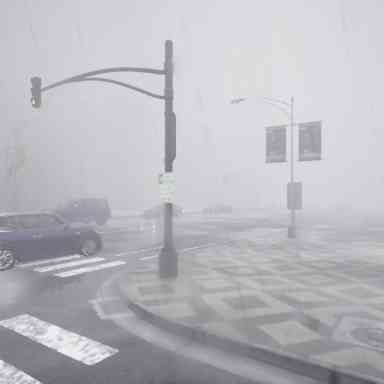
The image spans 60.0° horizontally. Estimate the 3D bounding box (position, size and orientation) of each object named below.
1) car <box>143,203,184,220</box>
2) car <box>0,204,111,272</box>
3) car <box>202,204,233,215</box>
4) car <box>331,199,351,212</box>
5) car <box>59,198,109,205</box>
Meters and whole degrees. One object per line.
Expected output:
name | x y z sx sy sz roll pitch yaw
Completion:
car | -2.738 1.890 32.633 1.837 1.490 4.892 0 -1 36
car | -5.403 1.480 11.622 2.097 1.767 4.553 0 -1 35
car | 3.190 2.135 41.014 1.895 1.301 4.718 0 -1 35
car | 24.580 2.382 54.078 2.128 1.511 4.902 0 -1 35
car | -8.512 1.461 24.466 2.150 2.045 5.566 0 -1 35
